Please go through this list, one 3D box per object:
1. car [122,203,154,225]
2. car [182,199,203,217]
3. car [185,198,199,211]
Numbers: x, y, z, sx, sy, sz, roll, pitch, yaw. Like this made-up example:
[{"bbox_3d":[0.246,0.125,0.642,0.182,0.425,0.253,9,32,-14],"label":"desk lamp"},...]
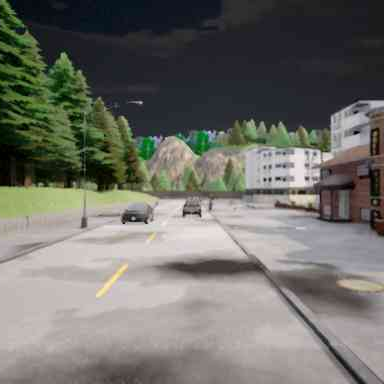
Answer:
[{"bbox_3d":[-3.998,1.566,25.169,1.882,1.535,5.008,0,0,0],"label":"car"},{"bbox_3d":[0.007,1.599,32.249,2.128,1.511,4.902,0,0,0],"label":"car"},{"bbox_3d":[0.030,1.656,44.930,1.837,1.490,4.892,0,0,1],"label":"car"}]
